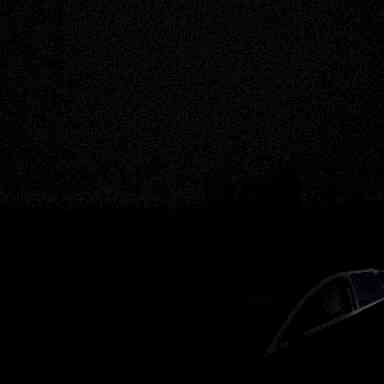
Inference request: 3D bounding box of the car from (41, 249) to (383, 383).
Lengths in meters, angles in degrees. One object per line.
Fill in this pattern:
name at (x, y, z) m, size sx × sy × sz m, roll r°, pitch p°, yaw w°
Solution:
car at (0.949, 1.494, 3.738) m, size 4.902 × 1.511 × 2.128 m, roll 0°, pitch 0°, yaw -35°
